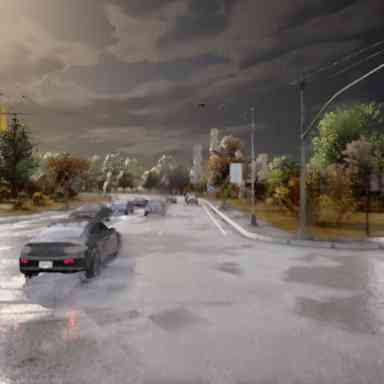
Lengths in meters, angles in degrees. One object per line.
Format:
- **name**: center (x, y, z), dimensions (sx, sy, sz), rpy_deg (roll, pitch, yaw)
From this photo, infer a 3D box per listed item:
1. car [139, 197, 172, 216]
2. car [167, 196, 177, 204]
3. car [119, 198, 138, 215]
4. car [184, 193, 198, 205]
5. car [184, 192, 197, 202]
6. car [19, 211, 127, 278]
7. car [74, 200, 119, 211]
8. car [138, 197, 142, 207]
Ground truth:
- **car**: center (-3.390, 1.519, 31.924), dimensions (2.033, 1.411, 5.357), rpy_deg (0, 0, 0)
- **car**: center (-3.573, 1.296, 56.803), dimensions (1.895, 1.301, 4.718), rpy_deg (0, 1, -1)
- **car**: center (-7.027, 1.492, 33.524), dimensions (1.812, 1.442, 4.674), rpy_deg (0, 0, 1)
- **car**: center (0.001, 1.271, 54.123), dimensions (1.812, 1.442, 4.674), rpy_deg (0, 1, 0)
- **car**: center (-0.382, 0.900, 64.093), dimensions (2.097, 1.767, 4.553), rpy_deg (0, 1, -5)
- **car**: center (-3.406, 1.518, 10.029), dimensions (1.812, 1.442, 4.674), rpy_deg (0, 0, 0)
- **car**: center (-7.079, 1.529, 23.831), dimensions (2.033, 1.411, 5.357), rpy_deg (0, 0, 0)
- **car**: center (-6.986, 1.436, 44.105), dimensions (2.033, 1.411, 5.357), rpy_deg (0, 1, 0)
